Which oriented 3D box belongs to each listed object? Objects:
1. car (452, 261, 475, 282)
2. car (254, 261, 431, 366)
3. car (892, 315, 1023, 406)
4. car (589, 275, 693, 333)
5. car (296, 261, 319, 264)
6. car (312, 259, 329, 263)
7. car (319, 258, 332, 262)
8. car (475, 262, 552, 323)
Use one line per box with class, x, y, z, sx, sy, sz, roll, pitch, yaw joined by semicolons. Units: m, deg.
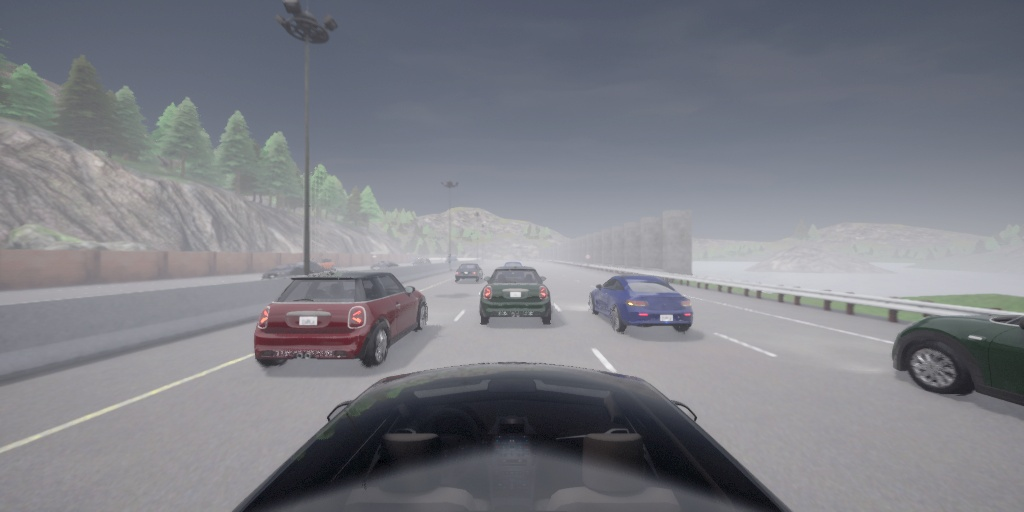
car;-3.399;1.298;29.004;2.033;1.411;5.357;0;0;0
car;-3.398;1.102;8.107;2.097;1.767;4.553;0;0;0
car;7.100;1.102;3.782;2.097;1.767;4.553;0;0;0
car;3.601;1.276;10.657;1.812;1.442;4.674;0;0;0
car;-17.591;1.315;28.297;1.994;1.385;4.181;0;0;0
car;-21.076;1.277;36.568;1.812;1.442;4.674;0;0;0
car;-24.487;1.103;45.558;2.097;1.767;4.553;0;0;1
car;0.100;1.102;12.190;2.097;1.767;4.553;0;0;0
